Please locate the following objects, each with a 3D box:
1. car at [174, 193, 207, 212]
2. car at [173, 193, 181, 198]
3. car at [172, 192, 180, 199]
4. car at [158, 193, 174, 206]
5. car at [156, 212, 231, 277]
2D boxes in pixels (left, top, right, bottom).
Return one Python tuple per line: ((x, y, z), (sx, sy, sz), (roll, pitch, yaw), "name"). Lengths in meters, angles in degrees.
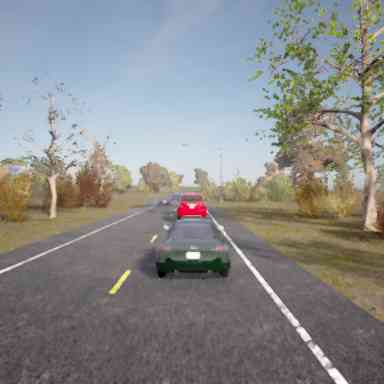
((-0.005, 1.103, 25.742), (2.150, 2.045, 5.566), (0, 1, 0), "car")
((-3.894, 0.943, 87.039), (1.994, 1.385, 4.181), (0, 0, 0), "car")
((-3.741, 0.853, 79.671), (1.882, 1.535, 5.008), (0, 0, -2), "car")
((-3.991, 1.240, 49.751), (2.128, 1.511, 4.902), (0, 0, -3), "car")
((0.046, 1.515, 10.141), (1.994, 1.385, 4.181), (0, 0, 0), "car")
